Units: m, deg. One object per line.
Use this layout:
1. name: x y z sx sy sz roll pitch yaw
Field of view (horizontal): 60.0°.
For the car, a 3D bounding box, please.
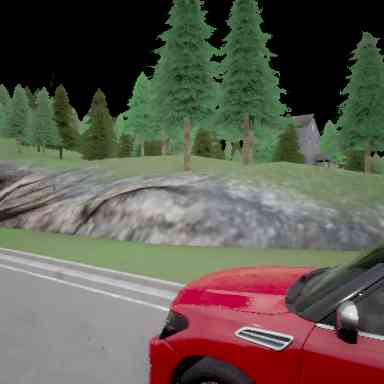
1. car: 2.237 1.219 2.398 5.566 2.045 2.150 0 0 35
